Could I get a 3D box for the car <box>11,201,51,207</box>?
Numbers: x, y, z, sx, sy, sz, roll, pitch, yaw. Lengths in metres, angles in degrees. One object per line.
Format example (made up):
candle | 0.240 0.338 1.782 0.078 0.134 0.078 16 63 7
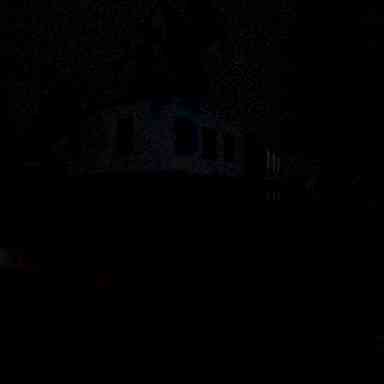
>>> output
car | -14.698 1.525 29.171 2.033 1.411 5.357 0 0 29
